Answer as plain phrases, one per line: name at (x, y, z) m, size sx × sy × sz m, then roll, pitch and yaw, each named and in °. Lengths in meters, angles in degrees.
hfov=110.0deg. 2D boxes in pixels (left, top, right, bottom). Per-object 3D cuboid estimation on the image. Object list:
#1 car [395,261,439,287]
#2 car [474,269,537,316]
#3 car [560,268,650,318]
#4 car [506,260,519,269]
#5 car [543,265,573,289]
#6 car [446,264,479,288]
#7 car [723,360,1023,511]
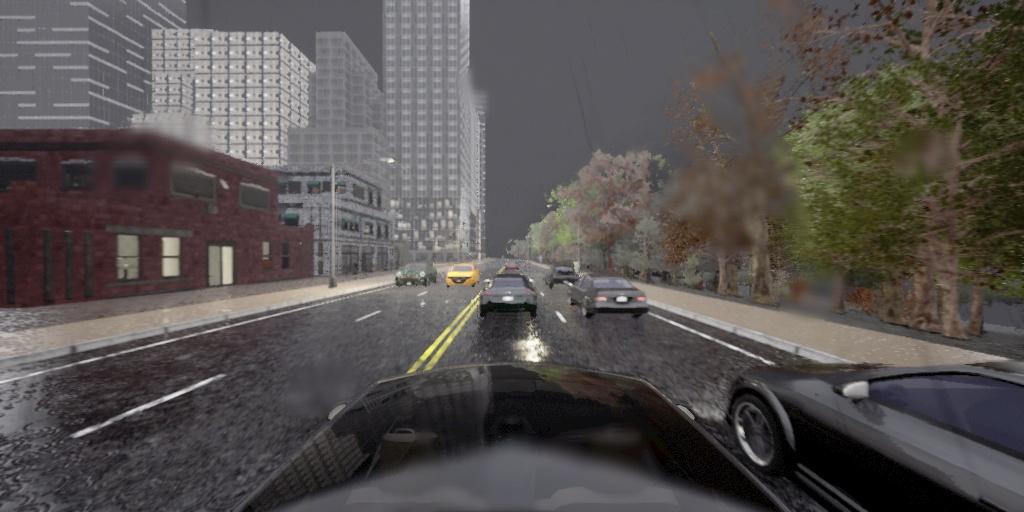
car at (-6.593, 1.175, 25.180) m, size 2.097 × 1.767 × 4.553 m, roll 0°, pitch 0°, yaw 0°
car at (-0.108, 1.351, 13.599) m, size 1.994 × 1.385 × 4.181 m, roll 0°, pitch 0°, yaw 1°
car at (3.251, 1.333, 13.126) m, size 2.033 × 1.411 × 5.357 m, roll 0°, pitch 0°, yaw 0°
car at (0.037, 1.454, 55.491) m, size 1.994 × 1.385 × 4.181 m, roll 0°, pitch 0°, yaw 1°
car at (3.252, 1.324, 24.127) m, size 1.837 × 1.490 × 4.892 m, roll 0°, pitch 0°, yaw 0°
car at (-3.344, 1.300, 25.060) m, size 1.882 × 1.535 × 5.008 m, roll 0°, pitch 0°, yaw 0°
car at (3.251, 1.315, 2.125) m, size 1.994 × 1.385 × 4.181 m, roll 0°, pitch 0°, yaw 0°
